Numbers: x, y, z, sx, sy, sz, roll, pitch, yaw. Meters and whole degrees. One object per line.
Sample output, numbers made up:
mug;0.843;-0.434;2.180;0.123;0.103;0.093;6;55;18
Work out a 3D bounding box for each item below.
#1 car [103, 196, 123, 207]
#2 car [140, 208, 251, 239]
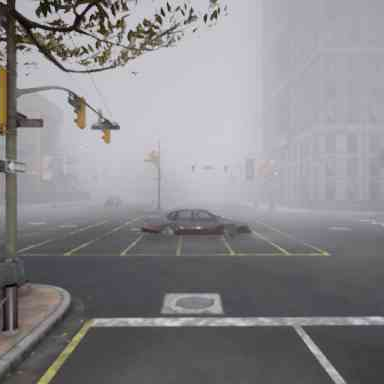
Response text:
car;-11.604;1.317;48.898;2.097;1.767;4.553;0;0;0
car;0.170;1.535;16.683;5.357;1.411;2.033;0;0;0
